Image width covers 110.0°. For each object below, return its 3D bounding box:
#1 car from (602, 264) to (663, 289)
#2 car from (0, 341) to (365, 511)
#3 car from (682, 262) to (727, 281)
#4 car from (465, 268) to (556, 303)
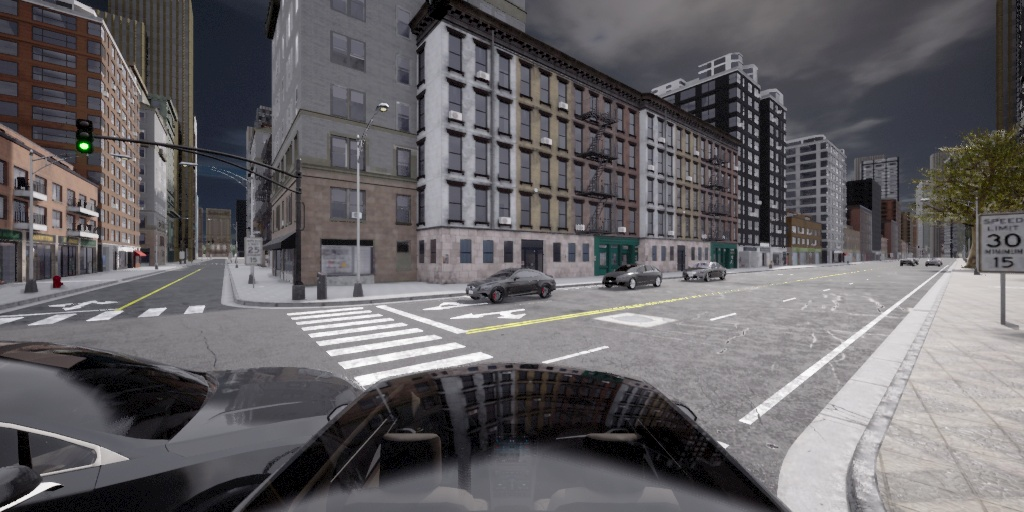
[{"bbox_3d":[7.787,1.259,22.989,4.892,1.490,1.837,0,0,-39],"label":"car"},{"bbox_3d":[-3.212,1.257,1.856,4.892,1.490,1.837,0,0,-34],"label":"car"},{"bbox_3d":[15.834,1.237,29.413,4.902,1.511,2.128,0,0,-38],"label":"car"},{"bbox_3d":[0.059,1.287,16.809,4.674,1.442,1.812,0,0,-39],"label":"car"}]
